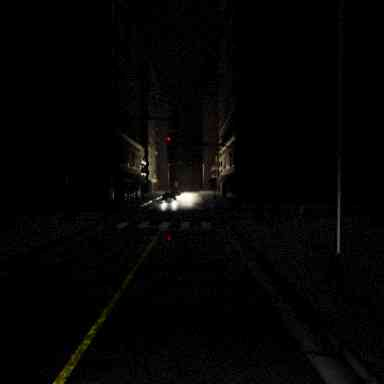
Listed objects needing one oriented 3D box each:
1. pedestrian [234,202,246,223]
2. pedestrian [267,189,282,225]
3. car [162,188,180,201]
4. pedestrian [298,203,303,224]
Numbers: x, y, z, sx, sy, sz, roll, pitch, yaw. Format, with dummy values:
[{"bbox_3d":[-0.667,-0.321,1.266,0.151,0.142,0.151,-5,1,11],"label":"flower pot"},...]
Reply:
[{"bbox_3d":[2.520,0.701,17.783,0.375,1.860,0.375,0,1,0],"label":"pedestrian"},{"bbox_3d":[4.112,0.731,16.584,0.375,1.860,0.375,0,1,0],"label":"pedestrian"},{"bbox_3d":[-3.084,0.477,46.278,1.895,1.301,4.718,0,1,0],"label":"car"},{"bbox_3d":[5.635,1.084,17.191,0.500,1.100,0.500,0,1,0],"label":"pedestrian"}]
